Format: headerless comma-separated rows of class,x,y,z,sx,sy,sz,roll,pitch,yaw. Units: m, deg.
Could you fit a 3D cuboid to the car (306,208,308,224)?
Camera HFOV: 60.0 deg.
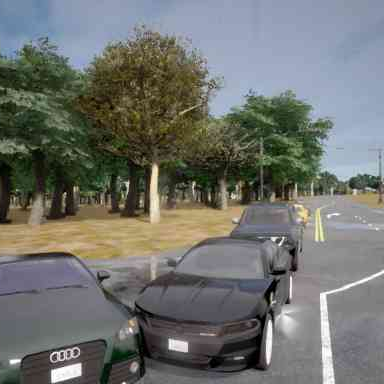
car,5.117,1.773,18.263,1.895,1.301,4.718,-1,0,21

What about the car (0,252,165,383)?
car,-2.297,1.642,4.933,1.994,1.385,4.181,1,-2,-33

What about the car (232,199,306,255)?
car,2.881,1.459,12.363,2.150,2.045,5.566,-2,0,21

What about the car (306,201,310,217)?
car,7.275,1.662,24.014,1.882,1.535,5.008,-1,0,21

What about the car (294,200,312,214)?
car,13.382,1.745,40.094,1.812,1.442,4.674,-1,0,21

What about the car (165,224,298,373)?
car,0.751,1.612,6.226,1.882,1.535,5.008,-1,-2,21

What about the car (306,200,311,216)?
car,9.342,1.723,29.515,1.812,1.442,4.674,-1,0,21

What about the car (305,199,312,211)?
car,11.378,1.561,34.887,2.097,1.767,4.553,-1,0,21
